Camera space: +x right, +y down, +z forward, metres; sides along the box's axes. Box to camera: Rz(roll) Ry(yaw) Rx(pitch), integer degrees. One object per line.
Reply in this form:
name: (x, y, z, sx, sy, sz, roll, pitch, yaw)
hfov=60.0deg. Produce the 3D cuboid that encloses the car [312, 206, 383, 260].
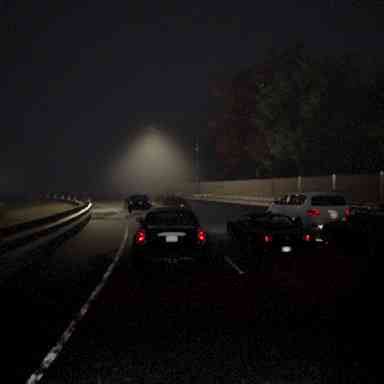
car: (6.419, 1.403, 11.860, 1.994, 1.385, 4.181, 0, 1, -10)

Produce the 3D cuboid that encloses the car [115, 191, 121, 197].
car: (-17.461, 0.578, 80.443, 2.033, 1.411, 5.357, 0, 1, -6)

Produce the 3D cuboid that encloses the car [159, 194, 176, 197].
car: (-1.556, 1.176, 31.463, 1.994, 1.385, 4.181, 0, 1, -17)

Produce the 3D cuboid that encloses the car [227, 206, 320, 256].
car: (2.640, 1.440, 12.440, 1.895, 1.301, 4.718, 0, 1, -7)

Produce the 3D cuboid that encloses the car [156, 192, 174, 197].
car: (-3.734, 0.780, 46.632, 2.097, 1.767, 4.553, 0, 1, -24)

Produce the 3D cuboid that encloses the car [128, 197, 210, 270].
car: (-0.744, 1.218, 10.782, 2.097, 1.767, 4.553, 0, 1, -6)

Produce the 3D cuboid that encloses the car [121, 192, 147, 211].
car: (-5.189, 0.972, 31.363, 2.097, 1.767, 4.553, 0, 1, -17)

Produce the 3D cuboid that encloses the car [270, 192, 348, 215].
car: (5.589, 1.001, 16.618, 2.150, 2.045, 5.566, 0, 1, -8)
